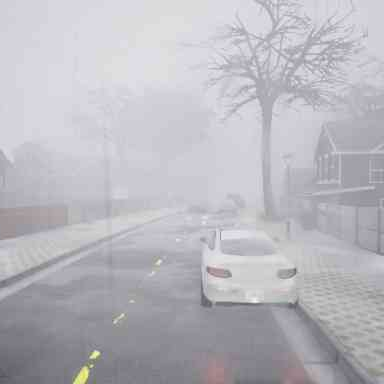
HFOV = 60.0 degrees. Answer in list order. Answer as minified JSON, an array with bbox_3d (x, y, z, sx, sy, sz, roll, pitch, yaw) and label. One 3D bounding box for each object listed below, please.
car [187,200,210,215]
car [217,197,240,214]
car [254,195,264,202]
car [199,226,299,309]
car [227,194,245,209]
[{"bbox_3d":[0.775,1.519,34.340,1.812,1.442,4.674,0,0,11],"label":"car"},{"bbox_3d":[3.813,1.527,35.419,1.812,1.442,4.674,0,0,12],"label":"car"},{"bbox_3d":[16.356,1.571,80.411,1.812,1.442,4.674,0,0,27],"label":"car"},{"bbox_3d":[1.146,1.525,7.787,1.812,1.442,4.674,0,0,3],"label":"car"},{"bbox_3d":[5.946,1.229,45.254,2.150,2.045,5.566,0,0,15],"label":"car"}]
